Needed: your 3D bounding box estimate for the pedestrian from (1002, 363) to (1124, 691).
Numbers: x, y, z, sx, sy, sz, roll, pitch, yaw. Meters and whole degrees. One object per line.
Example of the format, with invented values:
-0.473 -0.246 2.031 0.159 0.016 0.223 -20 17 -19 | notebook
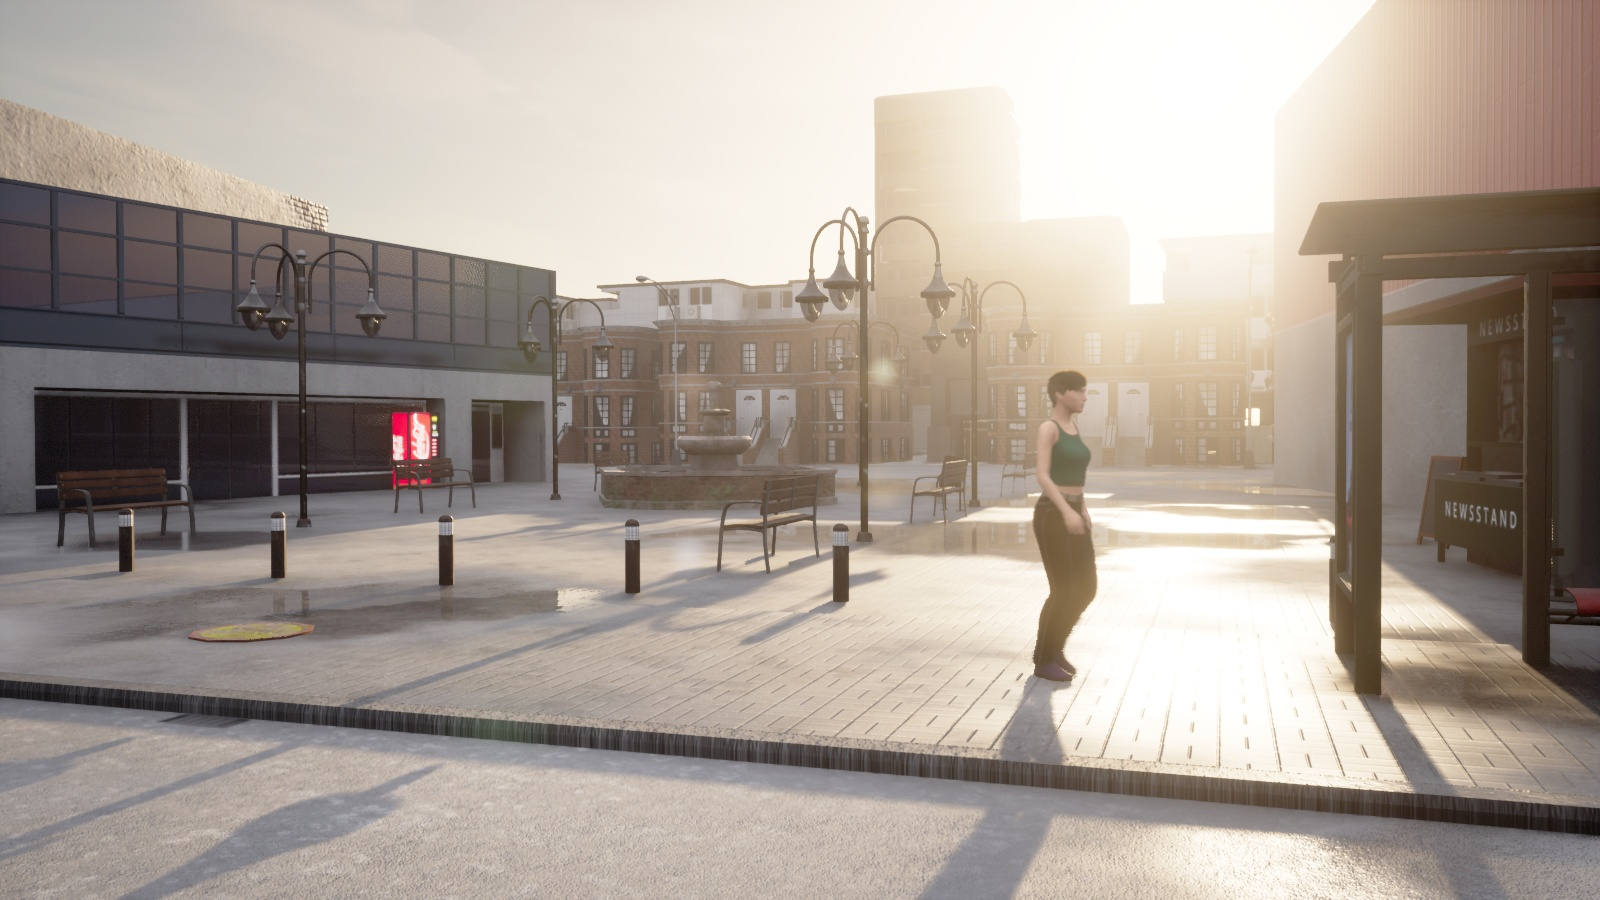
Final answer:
1.537 0.424 7.348 0.594 1.836 0.345 1 1 42 | pedestrian
